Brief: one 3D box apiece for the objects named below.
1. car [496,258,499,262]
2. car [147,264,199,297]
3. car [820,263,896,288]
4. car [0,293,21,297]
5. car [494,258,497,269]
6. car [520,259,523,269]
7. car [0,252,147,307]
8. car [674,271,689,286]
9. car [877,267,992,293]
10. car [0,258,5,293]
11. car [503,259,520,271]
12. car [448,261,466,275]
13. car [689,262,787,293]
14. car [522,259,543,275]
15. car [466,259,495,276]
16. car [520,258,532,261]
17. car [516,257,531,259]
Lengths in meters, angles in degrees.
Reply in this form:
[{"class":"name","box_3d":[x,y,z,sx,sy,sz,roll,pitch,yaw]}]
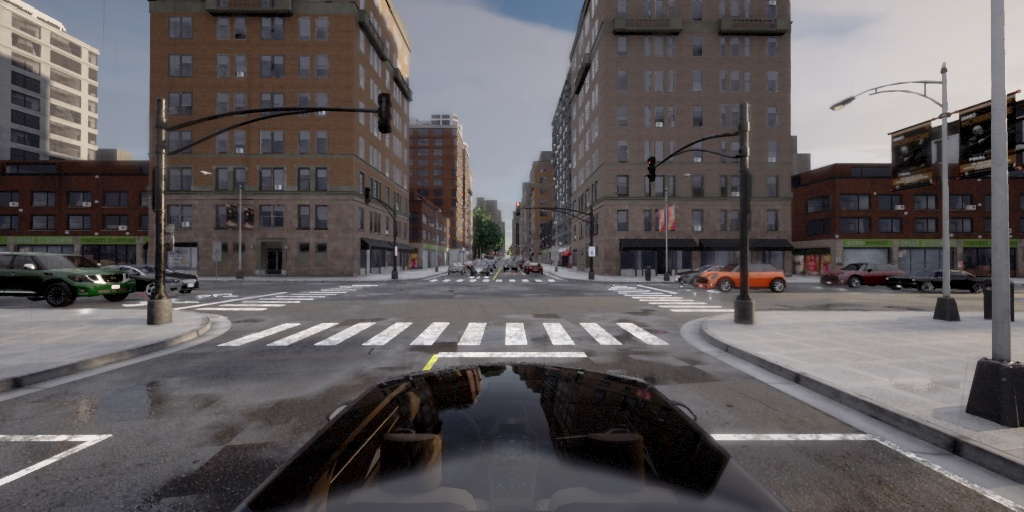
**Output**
[{"class":"car","box_3d":[-3.485,1.322,57.784,1.837,1.490,4.892,0,0,0]},{"class":"car","box_3d":[-18.124,1.156,17.469,4.902,1.511,2.128,0,0,-1]},{"class":"car","box_3d":[23.888,1.254,24.500,4.553,1.767,2.097,0,0,0]},{"class":"car","box_3d":[-5.855,1.190,1.494,1.967,1.591,4.097,0,0,0]},{"class":"car","box_3d":[-3.374,1.341,47.403,2.033,1.411,5.357,0,0,-1]},{"class":"car","box_3d":[2.400,1.355,45.454,1.948,1.339,4.313,0,0,-1]},{"class":"car","box_3d":[-18.473,0.859,14.224,5.566,2.045,2.150,0,0,0]},{"class":"car","box_3d":[13.692,1.348,24.438,4.902,1.511,2.128,0,0,0]},{"class":"car","box_3d":[25.136,1.483,21.259,4.718,1.301,1.895,0,0,0]},{"class":"car","box_3d":[-28.382,0.978,17.397,4.553,1.767,2.097,0,0,-1]},{"class":"car","box_3d":[-0.230,1.399,50.005,1.895,1.301,4.718,0,0,0]},{"class":"car","box_3d":[-6.062,1.330,39.854,2.007,1.370,4.403,0,0,-1]},{"class":"car","box_3d":[13.392,1.181,21.170,4.553,1.767,2.097,0,0,0]},{"class":"car","box_3d":[2.463,1.325,39.947,1.888,1.381,4.507,0,0,-1]},{"class":"car","box_3d":[-3.266,1.268,37.599,2.128,1.511,4.902,0,0,0]},{"class":"car","box_3d":[2.335,1.326,51.131,1.751,1.417,4.829,0,0,-1]},{"class":"car","box_3d":[2.275,1.129,56.467,2.192,1.841,5.009,0,0,-1]}]
